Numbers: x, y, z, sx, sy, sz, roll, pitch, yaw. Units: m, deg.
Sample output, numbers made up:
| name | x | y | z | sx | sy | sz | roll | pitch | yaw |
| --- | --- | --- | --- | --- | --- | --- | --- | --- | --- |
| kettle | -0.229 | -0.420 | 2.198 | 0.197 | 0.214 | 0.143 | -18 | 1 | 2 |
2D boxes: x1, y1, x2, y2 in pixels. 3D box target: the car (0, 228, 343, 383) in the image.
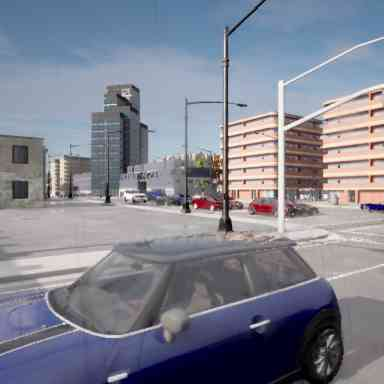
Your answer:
| name | x | y | z | sx | sy | sz | roll | pitch | yaw |
| --- | --- | --- | --- | --- | --- | --- | --- | --- | --- |
| car | -0.349 | 1.352 | 3.744 | 4.553 | 1.767 | 2.097 | 0 | 0 | -36 |

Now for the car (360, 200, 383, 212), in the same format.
| name | x | y | z | sx | sy | sz | roll | pitch | yaw |
| --- | --- | --- | --- | --- | --- | --- | --- | --- | --- |
| car | 20.300 | 1.525 | 34.948 | 1.895 | 1.301 | 4.718 | 0 | 1 | -32 |

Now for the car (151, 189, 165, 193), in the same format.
| name | x | y | z | sx | sy | sz | roll | pitch | yaw |
| --- | --- | --- | --- | --- | --- | --- | --- | --- | --- |
| car | -7.567 | 0.345 | 69.601 | 2.150 | 2.045 | 5.566 | 0 | 1 | -34 |

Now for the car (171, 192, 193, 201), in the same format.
| name | x | y | z | sx | sy | sz | roll | pitch | yaw |
| --- | --- | --- | --- | --- | --- | --- | --- | --- | --- |
| car | -1.908 | 0.873 | 61.432 | 1.837 | 1.490 | 4.892 | 0 | 1 | -34 |

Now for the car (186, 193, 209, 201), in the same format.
| name | x | y | z | sx | sy | sz | roll | pitch | yaw |
| --- | --- | --- | --- | --- | --- | --- | --- | --- | --- |
| car | 0.975 | 0.971 | 63.318 | 1.895 | 1.301 | 4.718 | 0 | 1 | -34 |

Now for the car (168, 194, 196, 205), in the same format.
| name | x | y | z | sx | sy | sz | roll | pitch | yaw |
| --- | --- | --- | --- | --- | --- | --- | --- | --- | --- |
| car | -1.501 | 1.089 | 48.186 | 1.812 | 1.442 | 4.674 | 0 | 1 | -34 |

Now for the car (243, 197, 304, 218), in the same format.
| name | x | y | z | sx | sy | sz | roll | pitch | yaw |
| --- | --- | --- | --- | --- | --- | --- | --- | --- | --- |
| car | 7.114 | 1.239 | 29.382 | 2.097 | 1.767 | 4.553 | 0 | 1 | -34 |

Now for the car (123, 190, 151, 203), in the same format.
| name | x | y | z | sx | sy | sz | roll | pitch | yaw |
| --- | --- | --- | --- | --- | --- | --- | --- | --- | --- |
| car | -9.122 | 0.634 | 53.177 | 2.150 | 2.045 | 5.566 | 0 | 1 | -33 |

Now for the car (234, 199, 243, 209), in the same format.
| name | x | y | z | sx | sy | sz | roll | pitch | yaw |
| --- | --- | --- | --- | --- | --- | --- | --- | --- | --- |
| car | 4.147 | 1.264 | 39.910 | 1.812 | 1.442 | 4.674 | 0 | 1 | -34 |

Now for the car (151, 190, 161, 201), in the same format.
| name | x | y | z | sx | sy | sz | roll | pitch | yaw |
| --- | --- | --- | --- | --- | --- | --- | --- | --- | --- |
| car | -7.829 | 0.865 | 57.517 | 1.837 | 1.490 | 4.892 | 0 | 2 | -34 |

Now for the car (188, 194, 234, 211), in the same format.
| name | x | y | z | sx | sy | sz | roll | pitch | yaw |
| --- | --- | --- | --- | --- | --- | --- | --- | --- | --- |
| car | 1.967 | 1.236 | 36.891 | 1.882 | 1.535 | 5.008 | 0 | 1 | -34 |

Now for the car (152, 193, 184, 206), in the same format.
| name | x | y | z | sx | sy | sz | roll | pitch | yaw |
| --- | --- | --- | --- | --- | --- | --- | --- | --- | --- |
| car | -3.157 | 1.164 | 44.400 | 1.994 | 1.385 | 4.181 | 0 | 1 | -34 |

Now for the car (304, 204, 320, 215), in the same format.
| name | x | y | z | sx | sy | sz | roll | pitch | yaw |
| --- | --- | --- | --- | --- | --- | --- | --- | --- | --- |
| car | 9.496 | 1.421 | 32.091 | 2.033 | 1.411 | 5.357 | 0 | 1 | -35 |

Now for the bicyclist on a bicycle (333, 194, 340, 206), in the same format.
| name | x | y | z | sx | sy | sz | roll | pitch | yaw |
| --- | --- | --- | --- | --- | --- | --- | --- | --- | --- |
| bicyclist on a bicycle | 19.982 | 1.108 | 45.972 | 1.656 | 1.620 | 0.582 | 0 | 1 | -34 |
